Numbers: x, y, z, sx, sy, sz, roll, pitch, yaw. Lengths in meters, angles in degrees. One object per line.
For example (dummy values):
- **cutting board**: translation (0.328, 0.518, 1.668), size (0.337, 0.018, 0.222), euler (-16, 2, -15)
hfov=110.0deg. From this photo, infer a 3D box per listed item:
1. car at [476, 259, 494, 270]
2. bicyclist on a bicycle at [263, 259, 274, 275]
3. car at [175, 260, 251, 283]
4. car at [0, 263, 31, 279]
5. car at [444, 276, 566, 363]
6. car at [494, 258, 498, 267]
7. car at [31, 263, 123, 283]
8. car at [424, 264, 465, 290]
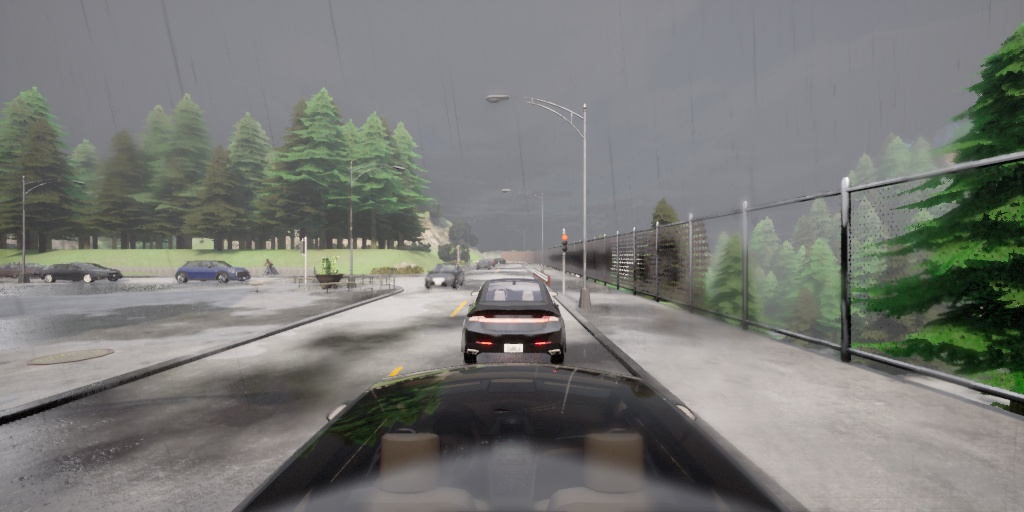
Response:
- **car**: translation (-4.084, 1.254, 52.502), size (1.837, 1.490, 4.892), euler (0, 0, 0)
- **bicyclist on a bicycle**: translation (-24.148, 1.098, 35.566), size (0.582, 1.620, 1.656), euler (0, 0, 0)
- **car**: translation (-22.527, 1.102, 27.167), size (4.553, 1.767, 2.097), euler (0, 0, 0)
- **car**: translation (-43.351, 1.297, 31.384), size (5.357, 1.411, 2.033), euler (0, 0, 0)
- **car**: translation (0.048, 1.241, 8.081), size (2.128, 1.511, 4.902), euler (0, 0, 1)
- **car**: translation (-4.042, 1.226, 64.981), size (1.882, 1.535, 5.008), euler (0, 0, 0)
- **car**: translation (-32.583, 1.254, 27.177), size (4.892, 1.490, 1.837), euler (0, 0, 0)
- **car**: translation (-4.095, 1.241, 22.392), size (2.128, 1.511, 4.902), euler (0, 0, 0)
